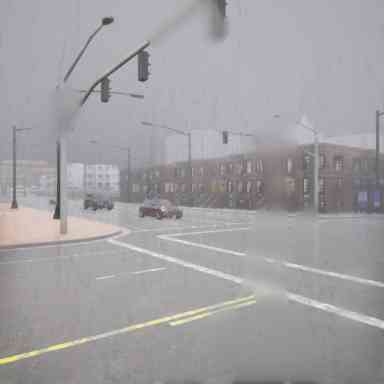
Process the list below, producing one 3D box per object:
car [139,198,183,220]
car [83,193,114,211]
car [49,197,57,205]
[{"bbox_3d":[-2.699,1.352,28.273,2.097,1.767,4.553,0,0,-35],"label":"car"},{"bbox_3d":[-11.477,1.214,40.487,2.150,2.045,5.566,0,1,-36],"label":"car"},{"bbox_3d":[-23.055,1.536,56.763,1.812,1.442,4.674,0,0,-36],"label":"car"}]
